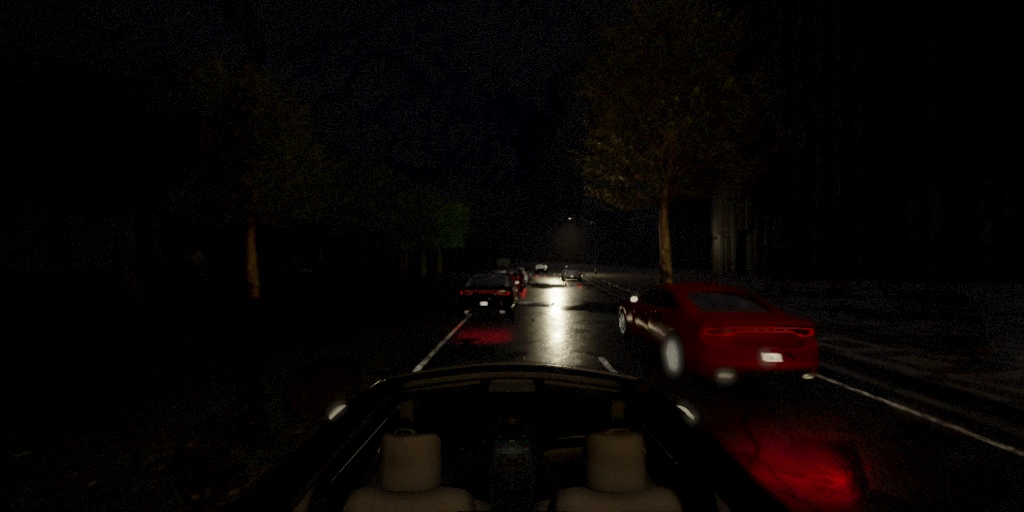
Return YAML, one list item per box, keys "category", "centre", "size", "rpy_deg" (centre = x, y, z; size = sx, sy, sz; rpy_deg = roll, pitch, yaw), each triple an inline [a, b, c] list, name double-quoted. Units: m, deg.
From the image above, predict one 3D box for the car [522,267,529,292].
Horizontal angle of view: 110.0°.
- category: "car"
  centre: [-0.115, 1.492, 23.694]
  size: [1.882, 1.535, 5.008]
  rpy_deg: [0, -1, 5]

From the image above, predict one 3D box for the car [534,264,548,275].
- category: "car"
  centre: [4.156, 1.945, 50.623]
  size: [1.895, 1.301, 4.718]
  rpy_deg: [0, -1, 7]

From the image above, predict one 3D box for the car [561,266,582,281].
- category: "car"
  centre: [5.920, 1.698, 35.835]
  size: [1.812, 1.442, 4.674]
  rpy_deg: [0, -1, 7]

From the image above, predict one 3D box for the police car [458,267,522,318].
- category: "police car"
  centre: [-0.763, 1.320, 13.853]
  size: [1.930, 1.638, 5.238]
  rpy_deg: [0, -1, 3]

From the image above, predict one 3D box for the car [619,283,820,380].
- category: "car"
  centre: [3.707, 1.306, 7.504]
  size: [1.882, 1.535, 5.008]
  rpy_deg: [0, -1, 1]
